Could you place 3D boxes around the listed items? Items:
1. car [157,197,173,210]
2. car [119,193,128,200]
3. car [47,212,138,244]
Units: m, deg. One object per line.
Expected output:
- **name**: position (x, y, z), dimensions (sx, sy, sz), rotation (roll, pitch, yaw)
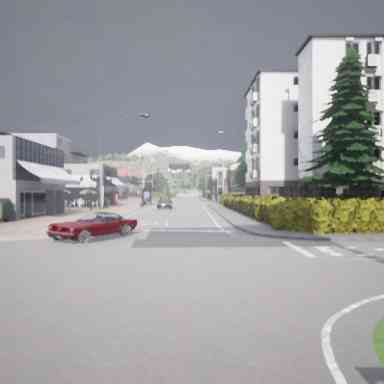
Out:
- **car**: position (-3.529, 1.480, 43.495), dimensions (2.128, 1.511, 4.902), rotation (0, 0, 0)
- **car**: position (-18.984, 1.466, 91.618), dimensions (2.007, 1.523, 4.514), rotation (0, 0, 0)
- **car**: position (-4.937, 1.727, 17.076), dimensions (1.895, 1.301, 4.718), rotation (1, 1, 30)
